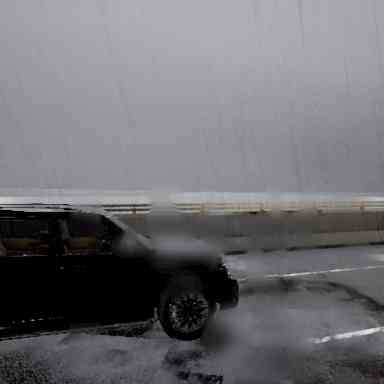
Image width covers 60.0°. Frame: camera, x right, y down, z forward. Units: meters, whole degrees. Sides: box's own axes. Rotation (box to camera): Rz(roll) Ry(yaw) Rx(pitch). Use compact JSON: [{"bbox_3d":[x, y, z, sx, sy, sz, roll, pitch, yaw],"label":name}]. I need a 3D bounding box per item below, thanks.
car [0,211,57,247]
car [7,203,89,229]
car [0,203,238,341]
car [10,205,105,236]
[{"bbox_3d":[-8.481,1.596,14.483,4.718,1.301,1.895,0,0,-19],"label":"car"},{"bbox_3d":[-9.212,1.520,21.643,4.674,1.442,1.812,0,0,-19],"label":"car"},{"bbox_3d":[-2.036,1.219,5.402,5.566,2.045,2.150,0,0,-19],"label":"car"},{"bbox_3d":[-7.354,1.521,18.584,4.674,1.442,1.812,0,0,-19],"label":"car"}]
